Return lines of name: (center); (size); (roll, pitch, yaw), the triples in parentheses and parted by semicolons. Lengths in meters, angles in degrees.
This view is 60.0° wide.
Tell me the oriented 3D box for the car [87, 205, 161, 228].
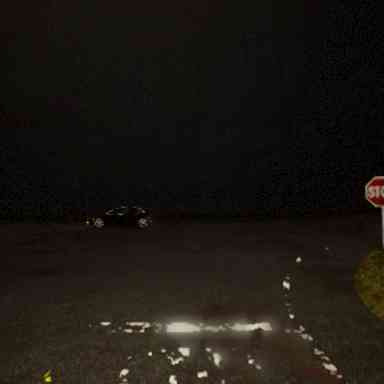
car: (-4.521, 1.682, 22.245); (4.892, 1.490, 1.837); (0, -2, 0)
